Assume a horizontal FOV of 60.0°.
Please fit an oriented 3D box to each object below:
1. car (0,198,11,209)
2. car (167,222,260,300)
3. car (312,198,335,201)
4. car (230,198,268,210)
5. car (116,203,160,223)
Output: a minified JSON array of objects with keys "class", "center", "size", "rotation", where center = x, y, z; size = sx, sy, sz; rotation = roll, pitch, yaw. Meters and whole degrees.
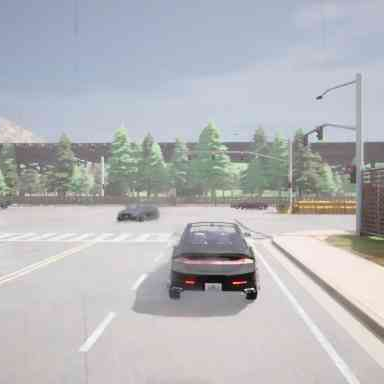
[{"class":"car","center":[-25.841,1.483,42.658],"size":[4.902,1.511,2.128],"rotation":[0,0,2]},{"class":"car","center":[0.510,1.492,8.397],"size":[2.128,1.511,4.902],"rotation":[0,0,3]},{"class":"car","center":[14.542,1.489,37.976],"size":[4.902,1.511,2.128],"rotation":[0,0,1]},{"class":"car","center":[7.144,1.525,41.720],"size":[4.674,1.442,1.812],"rotation":[0,0,2]},{"class":"car","center":[-4.035,1.564,25.524],"size":[1.994,1.385,4.181],"rotation":[0,0,19]}]
